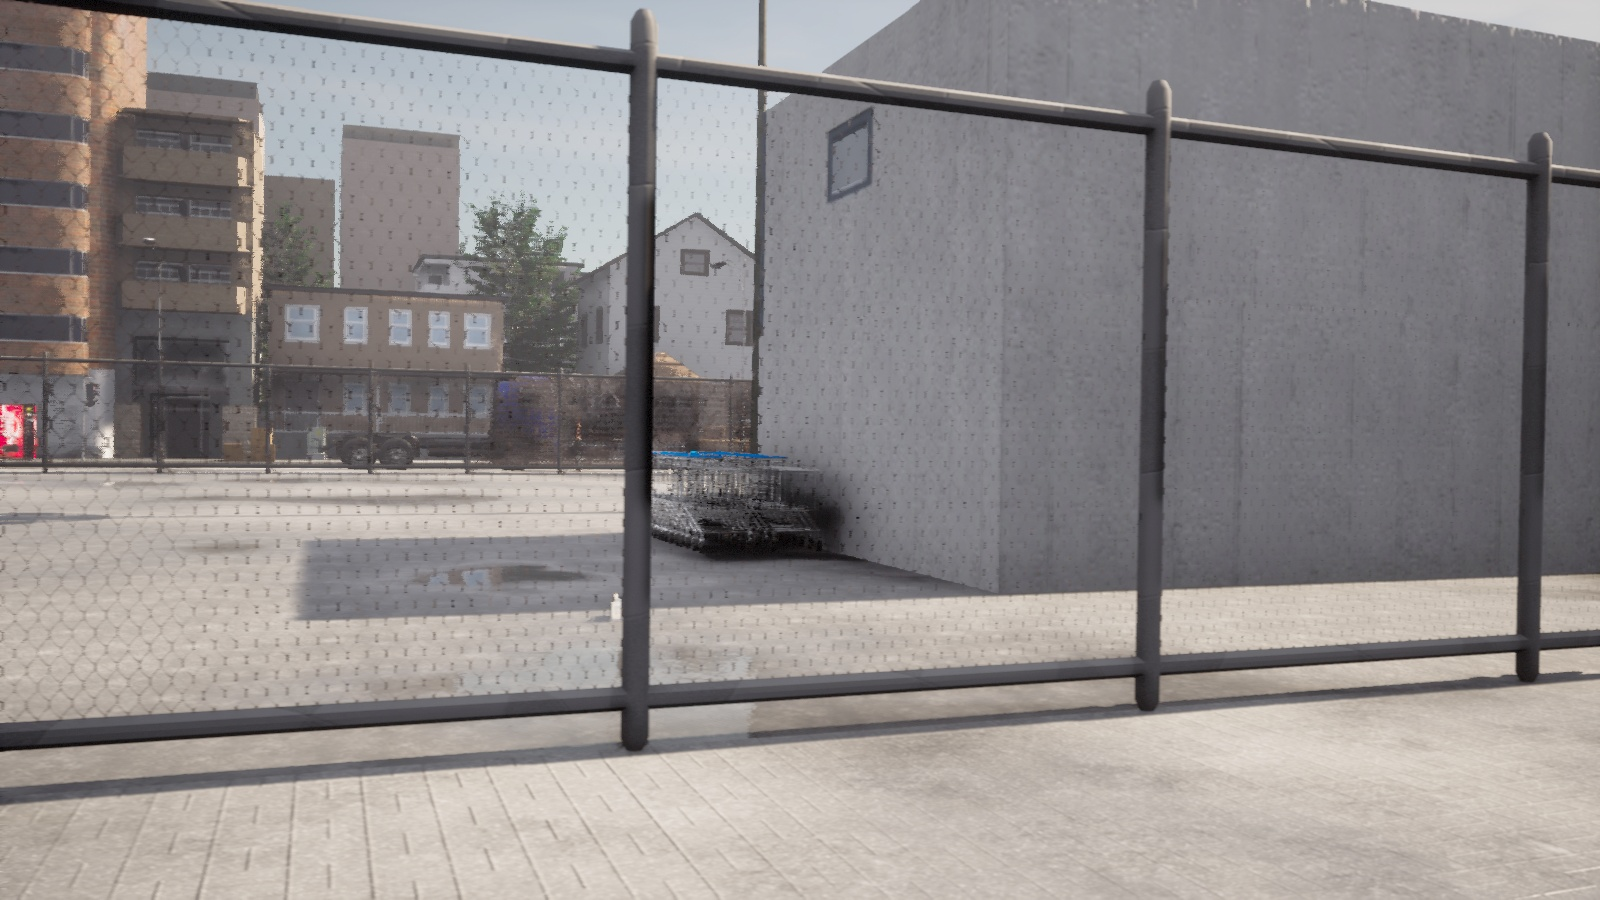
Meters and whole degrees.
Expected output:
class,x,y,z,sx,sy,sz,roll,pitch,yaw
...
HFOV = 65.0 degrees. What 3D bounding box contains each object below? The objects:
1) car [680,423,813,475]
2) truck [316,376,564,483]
class,x,y,z,sx,sy,sz,roll,pitch,yaw
car,-2.022,-0.055,47.249,4.605,1.855,1.932,-1,1,-19
truck,-12.360,-0.732,43.306,7.936,3.462,2.891,-1,1,-19
